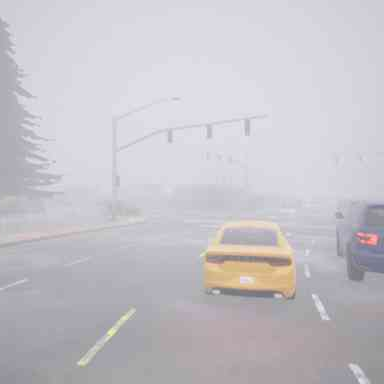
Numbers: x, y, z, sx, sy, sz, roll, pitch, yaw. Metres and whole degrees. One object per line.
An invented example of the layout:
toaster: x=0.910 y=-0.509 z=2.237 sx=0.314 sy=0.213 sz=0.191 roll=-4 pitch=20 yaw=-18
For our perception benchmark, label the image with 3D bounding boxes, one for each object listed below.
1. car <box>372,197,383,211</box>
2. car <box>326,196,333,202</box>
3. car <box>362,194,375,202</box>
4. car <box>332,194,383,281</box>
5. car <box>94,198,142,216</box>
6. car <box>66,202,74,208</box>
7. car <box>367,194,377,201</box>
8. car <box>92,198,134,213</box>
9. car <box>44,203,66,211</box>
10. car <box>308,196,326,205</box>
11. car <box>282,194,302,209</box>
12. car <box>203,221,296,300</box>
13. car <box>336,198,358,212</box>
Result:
car: x=22.813 y=1.432 z=39.907 sx=1.882 sy=1.535 sz=5.008 roll=0 pitch=0 yaw=32
car: x=29.485 y=1.475 z=70.873 sx=1.994 sy=1.385 sz=4.181 roll=0 pitch=0 yaw=32
car: x=37.709 y=1.269 z=70.865 sx=2.097 sy=1.767 sz=4.553 roll=0 pitch=0 yaw=32
car: x=5.500 y=1.211 z=9.570 sx=2.150 sy=2.045 sz=5.566 roll=0 pitch=0 yaw=19
car: x=-7.105 y=1.525 z=32.880 sx=4.892 sy=1.490 sz=1.837 roll=0 pitch=0 yaw=34
car: x=-17.584 y=1.363 z=43.608 sx=4.553 sy=1.767 sz=2.097 roll=0 pitch=0 yaw=32
car: x=43.123 y=1.241 z=79.629 sx=1.837 sy=1.490 sz=4.892 roll=0 pitch=0 yaw=32
car: x=-9.151 y=1.520 z=38.307 sx=4.892 sy=1.490 sz=1.837 roll=0 pitch=0 yaw=32
car: x=-17.564 y=1.540 z=39.459 sx=4.674 sy=1.442 sz=1.812 roll=0 pitch=0 yaw=32
car: x=21.640 y=1.462 z=58.278 sx=1.812 sy=1.442 sz=4.674 roll=0 pitch=0 yaw=32
car: x=13.747 y=1.441 z=45.576 sx=2.128 sy=1.511 sz=4.902 roll=0 pitch=0 yaw=32
car: x=1.532 y=1.468 z=8.555 sx=1.882 sy=1.535 sz=5.008 roll=0 pitch=0 yaw=12
car: x=18.570 y=1.461 z=39.694 sx=1.837 sy=1.490 sz=4.892 roll=0 pitch=0 yaw=32
